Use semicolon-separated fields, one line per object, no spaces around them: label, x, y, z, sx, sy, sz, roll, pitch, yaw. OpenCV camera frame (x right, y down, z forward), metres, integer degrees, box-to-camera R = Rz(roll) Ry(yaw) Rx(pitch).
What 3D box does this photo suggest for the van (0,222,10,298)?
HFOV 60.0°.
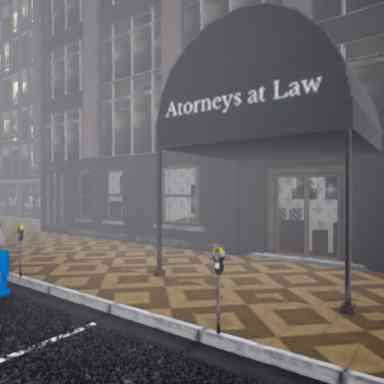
van;-5.327;1.338;6.697;3.998;1.788;1.690;0;0;36
